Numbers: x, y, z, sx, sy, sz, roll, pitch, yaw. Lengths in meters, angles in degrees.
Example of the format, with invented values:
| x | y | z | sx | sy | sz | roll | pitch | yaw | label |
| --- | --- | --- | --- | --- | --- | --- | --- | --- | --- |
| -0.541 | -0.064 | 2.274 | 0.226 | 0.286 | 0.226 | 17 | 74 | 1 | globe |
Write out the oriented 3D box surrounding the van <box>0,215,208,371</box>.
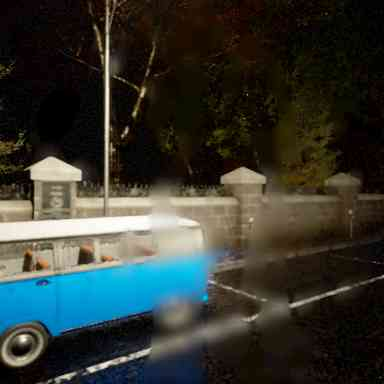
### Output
| x | y | z | sx | sy | sz | roll | pitch | yaw | label |
| --- | --- | --- | --- | --- | --- | --- | --- | --- | --- |
| -1.617 | 1.333 | 5.393 | 3.998 | 1.788 | 1.690 | 0 | 1 | -35 | van |
